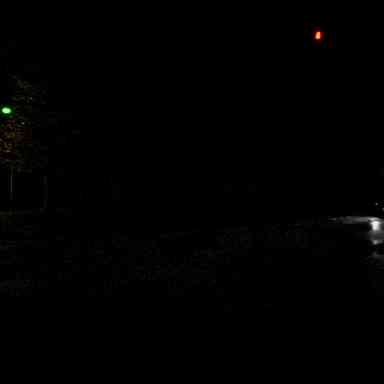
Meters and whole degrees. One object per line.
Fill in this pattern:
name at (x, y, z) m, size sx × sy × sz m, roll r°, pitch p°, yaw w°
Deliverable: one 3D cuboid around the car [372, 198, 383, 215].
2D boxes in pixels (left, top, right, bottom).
car at (12.193, 0.491, 18.696) m, size 4.674 × 1.442 × 1.812 m, roll -4°, pitch 1°, yaw -29°
